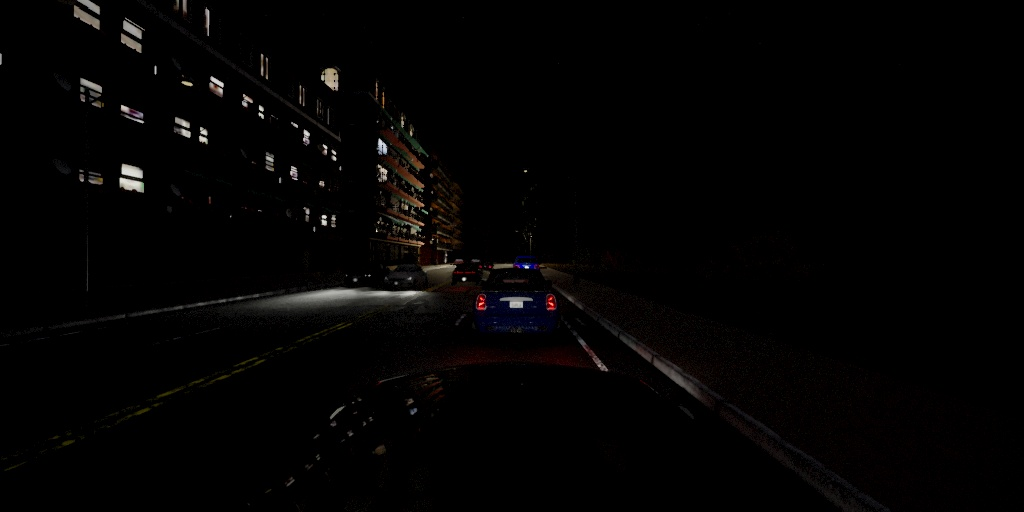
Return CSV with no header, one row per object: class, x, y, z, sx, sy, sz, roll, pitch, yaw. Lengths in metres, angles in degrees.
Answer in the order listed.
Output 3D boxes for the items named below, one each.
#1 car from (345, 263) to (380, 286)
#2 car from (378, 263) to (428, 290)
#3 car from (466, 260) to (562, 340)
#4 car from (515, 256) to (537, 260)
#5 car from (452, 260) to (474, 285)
car,-9.849,1.245,24.989,2.128,1.511,4.902,0,0,0
car,-6.600,1.279,22.761,1.812,1.442,4.674,0,0,0
car,0.099,1.103,10.122,2.097,1.767,4.553,0,0,0
car,1.140,0.979,30.076,2.150,2.045,5.566,0,0,0
car,-3.148,1.258,26.001,1.837,1.490,4.892,0,0,0
